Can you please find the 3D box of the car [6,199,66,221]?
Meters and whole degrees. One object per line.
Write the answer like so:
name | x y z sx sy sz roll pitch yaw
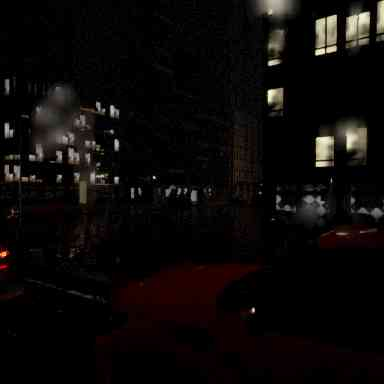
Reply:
car | -13.147 1.404 28.136 2.097 1.767 4.553 1 0 36

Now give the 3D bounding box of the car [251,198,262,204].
car | 11.548 1.793 56.003 2.033 1.411 5.357 1 0 37

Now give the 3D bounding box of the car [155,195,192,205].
car | -2.270 1.357 42.775 2.150 2.045 5.566 1 0 37

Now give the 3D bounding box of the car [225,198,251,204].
car | 7.253 1.699 55.439 2.128 1.511 4.902 1 0 37

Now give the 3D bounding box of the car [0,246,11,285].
car | -6.195 1.522 8.086 4.674 1.442 1.812 0 0 35

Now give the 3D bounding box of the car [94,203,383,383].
car | 1.707 1.222 2.468 5.566 2.045 2.150 0 0 35
